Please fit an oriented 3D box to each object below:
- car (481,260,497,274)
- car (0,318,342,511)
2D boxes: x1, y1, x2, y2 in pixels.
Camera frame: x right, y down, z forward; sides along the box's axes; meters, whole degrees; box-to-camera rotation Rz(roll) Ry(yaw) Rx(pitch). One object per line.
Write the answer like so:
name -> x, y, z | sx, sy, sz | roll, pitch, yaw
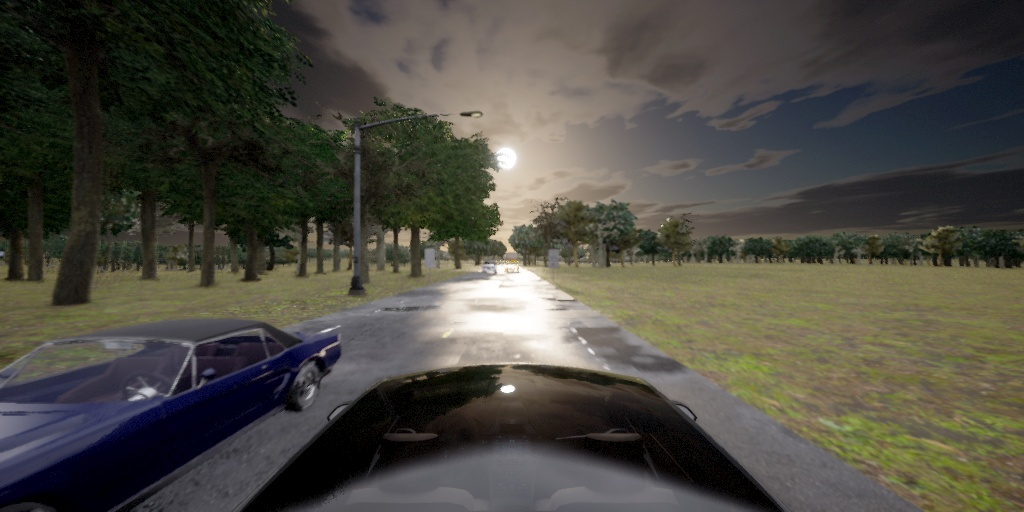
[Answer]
car -> -3.541, 1.715, 56.569 | 2.150, 2.045, 5.566 | 0, -1, 1
car -> -3.598, 1.374, 3.405 | 1.895, 1.301, 4.718 | 0, -1, 0
